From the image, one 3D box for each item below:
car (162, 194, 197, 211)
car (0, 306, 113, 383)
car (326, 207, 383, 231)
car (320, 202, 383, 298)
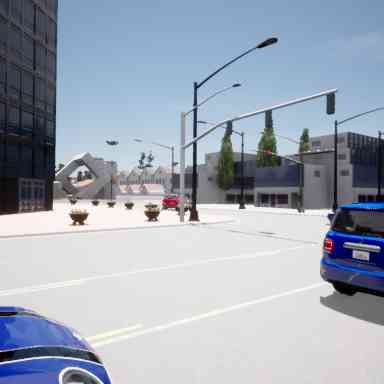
[{"bbox_3d":[-1.625,1.317,40.986,2.150,2.045,5.566,1,-1,-35],"label":"car"},{"bbox_3d":[-2.700,1.352,1.818,4.553,1.767,2.097,0,0,-35],"label":"car"},{"bbox_3d":[11.583,1.718,22.122,1.895,1.301,4.718,1,0,-35],"label":"car"},{"bbox_3d":[5.232,1.240,7.526,5.566,2.045,2.150,0,0,-35],"label":"car"}]
